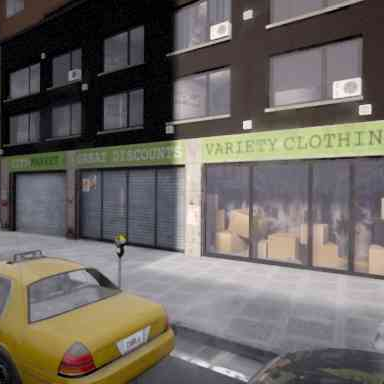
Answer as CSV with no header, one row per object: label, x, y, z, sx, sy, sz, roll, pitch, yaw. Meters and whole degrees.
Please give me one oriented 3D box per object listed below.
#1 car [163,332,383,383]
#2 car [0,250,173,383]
car,2.229,1.551,1.534,4.403,1.369,2.008,0,1,35
car,-2.510,1.524,4.801,4.829,1.417,1.752,0,1,35
